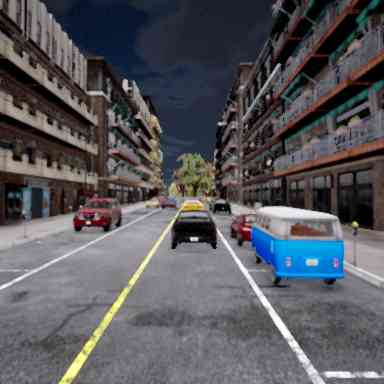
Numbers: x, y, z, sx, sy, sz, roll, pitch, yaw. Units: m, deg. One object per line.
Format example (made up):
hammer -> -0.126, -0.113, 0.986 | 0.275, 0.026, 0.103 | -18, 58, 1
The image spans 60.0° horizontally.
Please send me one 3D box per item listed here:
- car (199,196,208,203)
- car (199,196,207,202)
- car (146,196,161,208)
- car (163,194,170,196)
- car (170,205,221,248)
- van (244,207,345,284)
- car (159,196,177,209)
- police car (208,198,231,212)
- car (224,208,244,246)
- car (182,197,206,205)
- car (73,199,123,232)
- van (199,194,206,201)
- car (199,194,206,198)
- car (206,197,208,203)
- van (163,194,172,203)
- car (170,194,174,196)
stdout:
car -> 2.721, 1.699, 77.277 | 1.887, 1.381, 4.507 | 1, 0, 0
car -> 2.726, 1.733, 82.939 | 1.947, 1.339, 4.313 | 1, 0, 0
car -> -5.669, 1.618, 48.840 | 1.752, 1.417, 4.829 | 1, 0, 0
car -> -5.665, 1.557, 60.334 | 1.967, 1.590, 4.097 | 1, 0, 0
car -> 0.089, 1.532, 14.947 | 1.837, 1.490, 4.892 | 0, 0, 0
van -> 2.706, 1.358, 9.337 | 1.690, 1.788, 3.998 | 1, 0, 0
car -> -3.076, 1.651, 45.908 | 1.994, 1.385, 4.181 | 0, 0, 0
police car -> 3.142, 1.493, 36.349 | 1.930, 1.638, 5.238 | 0, 0, 0
car -> 2.704, 1.609, 14.998 | 1.802, 1.307, 4.206 | 1, 0, 0
car -> 0.096, 1.537, 31.715 | 1.882, 1.535, 5.008 | 0, 0, 0
car -> -5.671, 1.353, 20.702 | 2.192, 1.841, 5.009 | 1, 0, 0
van -> 2.709, 1.521, 88.601 | 1.690, 1.788, 3.998 | 1, 0, 0
car -> 2.718, 1.667, 71.786 | 1.752, 1.417, 4.829 | 1, 0, 0
car -> 3.154, 1.586, 43.239 | 1.837, 1.490, 4.892 | 0, 0, 0
van -> -5.660, 1.496, 77.318 | 1.690, 1.788, 3.998 | 1, 0, 0
car -> -5.661, 1.457, 71.657 | 2.192, 1.841, 5.009 | 1, 0, 0
